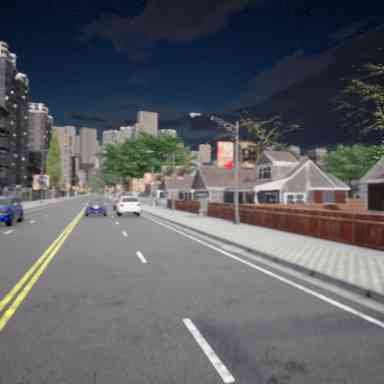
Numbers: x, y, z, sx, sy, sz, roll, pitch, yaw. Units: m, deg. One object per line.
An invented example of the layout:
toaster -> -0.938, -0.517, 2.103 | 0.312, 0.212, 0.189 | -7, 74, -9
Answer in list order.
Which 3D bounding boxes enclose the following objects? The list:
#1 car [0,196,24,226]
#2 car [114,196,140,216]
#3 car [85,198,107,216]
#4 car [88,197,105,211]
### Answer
car -> -13.872, 1.337, 24.286 | 2.150, 2.045, 5.566 | 0, 0, -16
car -> -6.799, 1.470, 35.393 | 2.150, 2.045, 5.566 | 0, 0, -15
car -> -10.070, 1.576, 35.069 | 2.097, 1.767, 4.553 | 0, -1, -15
car -> -13.332, 1.643, 46.428 | 2.097, 1.767, 4.553 | 0, -1, -16
